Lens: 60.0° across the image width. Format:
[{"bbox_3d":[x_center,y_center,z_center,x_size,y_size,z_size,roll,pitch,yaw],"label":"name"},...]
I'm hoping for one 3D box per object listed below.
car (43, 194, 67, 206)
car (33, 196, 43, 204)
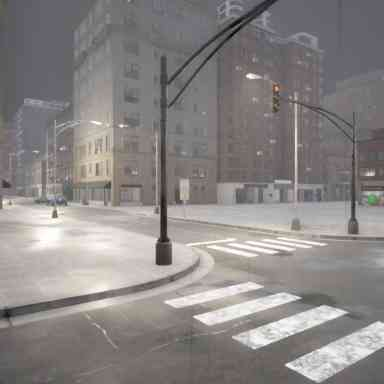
[{"bbox_3d":[-19.661,1.119,48.181,2.097,1.767,4.553,0,0,-36],"label":"car"},{"bbox_3d":[-25.456,1.287,56.294,1.994,1.385,4.181,0,0,-36],"label":"car"}]
